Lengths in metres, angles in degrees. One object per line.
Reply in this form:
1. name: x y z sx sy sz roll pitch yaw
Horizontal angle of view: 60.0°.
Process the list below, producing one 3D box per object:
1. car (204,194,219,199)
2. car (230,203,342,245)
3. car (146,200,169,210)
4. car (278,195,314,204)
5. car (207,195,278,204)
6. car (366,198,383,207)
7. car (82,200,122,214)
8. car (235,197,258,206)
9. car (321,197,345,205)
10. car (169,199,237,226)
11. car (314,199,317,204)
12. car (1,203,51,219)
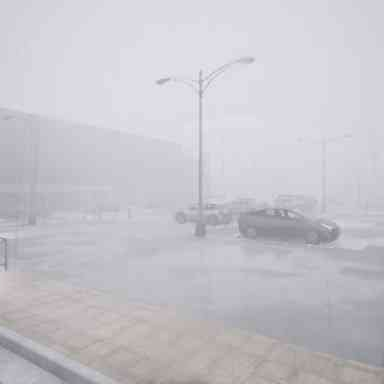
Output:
1. car: 3.884 1.398 51.834 2.150 2.045 5.566 0 0 35
2. car: 4.378 1.490 15.379 4.514 1.523 2.007 0 0 35
3. car: -4.523 1.740 46.326 1.994 1.385 4.181 0 0 36
4. car: 11.544 1.269 38.320 3.866 1.878 1.905 0 0 35
5. car: 4.167 1.345 27.866 5.027 1.636 2.152 0 0 35
6. car: 28.055 1.576 49.322 3.806 1.475 1.970 0 0 35
7. car: -10.302 1.681 38.172 1.837 1.490 4.892 0 0 35
8. car: 10.013 1.668 60.538 2.128 1.511 4.902 0 0 35
9. car: 23.710 1.565 56.035 3.633 1.501 1.845 0 0 35
10. car: 0.731 1.424 22.436 3.806 1.475 1.970 0 0 35
11. car: 12.883 1.289 40.931 4.605 1.855 1.932 0 0 35
12. car: -15.376 1.740 30.987 1.994 1.385 4.181 0 0 35
